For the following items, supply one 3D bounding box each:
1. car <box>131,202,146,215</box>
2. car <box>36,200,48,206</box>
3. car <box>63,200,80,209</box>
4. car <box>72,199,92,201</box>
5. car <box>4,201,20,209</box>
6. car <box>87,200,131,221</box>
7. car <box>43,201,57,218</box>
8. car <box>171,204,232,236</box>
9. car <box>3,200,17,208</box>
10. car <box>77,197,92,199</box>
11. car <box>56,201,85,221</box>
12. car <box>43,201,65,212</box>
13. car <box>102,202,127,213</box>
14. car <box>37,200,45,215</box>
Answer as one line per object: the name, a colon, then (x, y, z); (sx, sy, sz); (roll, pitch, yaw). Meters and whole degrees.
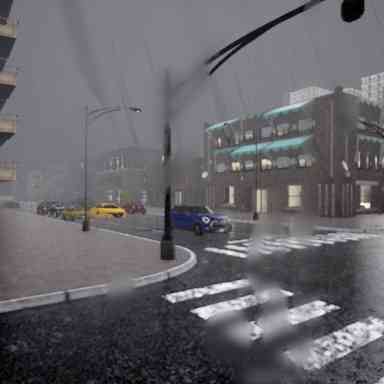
car: (-7.280, 1.896, 40.478); (1.967, 1.590, 4.097); (-1, 0, -36)
car: (-37.129, 2.607, 82.151); (1.752, 1.417, 4.829); (-1, 0, -36)
car: (-22.763, 2.313, 62.882); (1.812, 1.442, 4.674); (0, -1, -36)
car: (-14.899, 2.065, 46.561); (1.837, 1.490, 4.892); (0, -1, -35)
car: (-33.949, 2.385, 63.309); (1.887, 1.381, 4.507); (-1, 0, -36)
car: (-7.938, 1.829, 31.433); (1.882, 1.535, 5.008); (0, -1, -36)
car: (-14.143, 1.977, 35.598); (2.008, 1.369, 4.403); (-1, 0, -36)
car: (0.309, 1.536, 19.907); (2.097, 1.767, 4.553); (0, -1, -36)
car: (-37.253, 2.461, 67.926); (2.008, 1.369, 4.403); (-1, 0, -36)
car: (-18.742, 1.931, 57.193); (2.150, 2.045, 5.566); (0, -1, -36)
car: (-10.784, 1.881, 30.812); (1.752, 1.417, 4.829); (-1, 0, -36)
car: (-20.323, 2.128, 48.902); (1.837, 1.490, 4.892); (0, -1, -35)
car: (-10.598, 2.107, 45.080); (1.802, 1.307, 4.206); (-1, 0, -36)
car: (-17.419, 1.935, 40.236); (1.967, 1.590, 4.097); (-1, 0, -36)
